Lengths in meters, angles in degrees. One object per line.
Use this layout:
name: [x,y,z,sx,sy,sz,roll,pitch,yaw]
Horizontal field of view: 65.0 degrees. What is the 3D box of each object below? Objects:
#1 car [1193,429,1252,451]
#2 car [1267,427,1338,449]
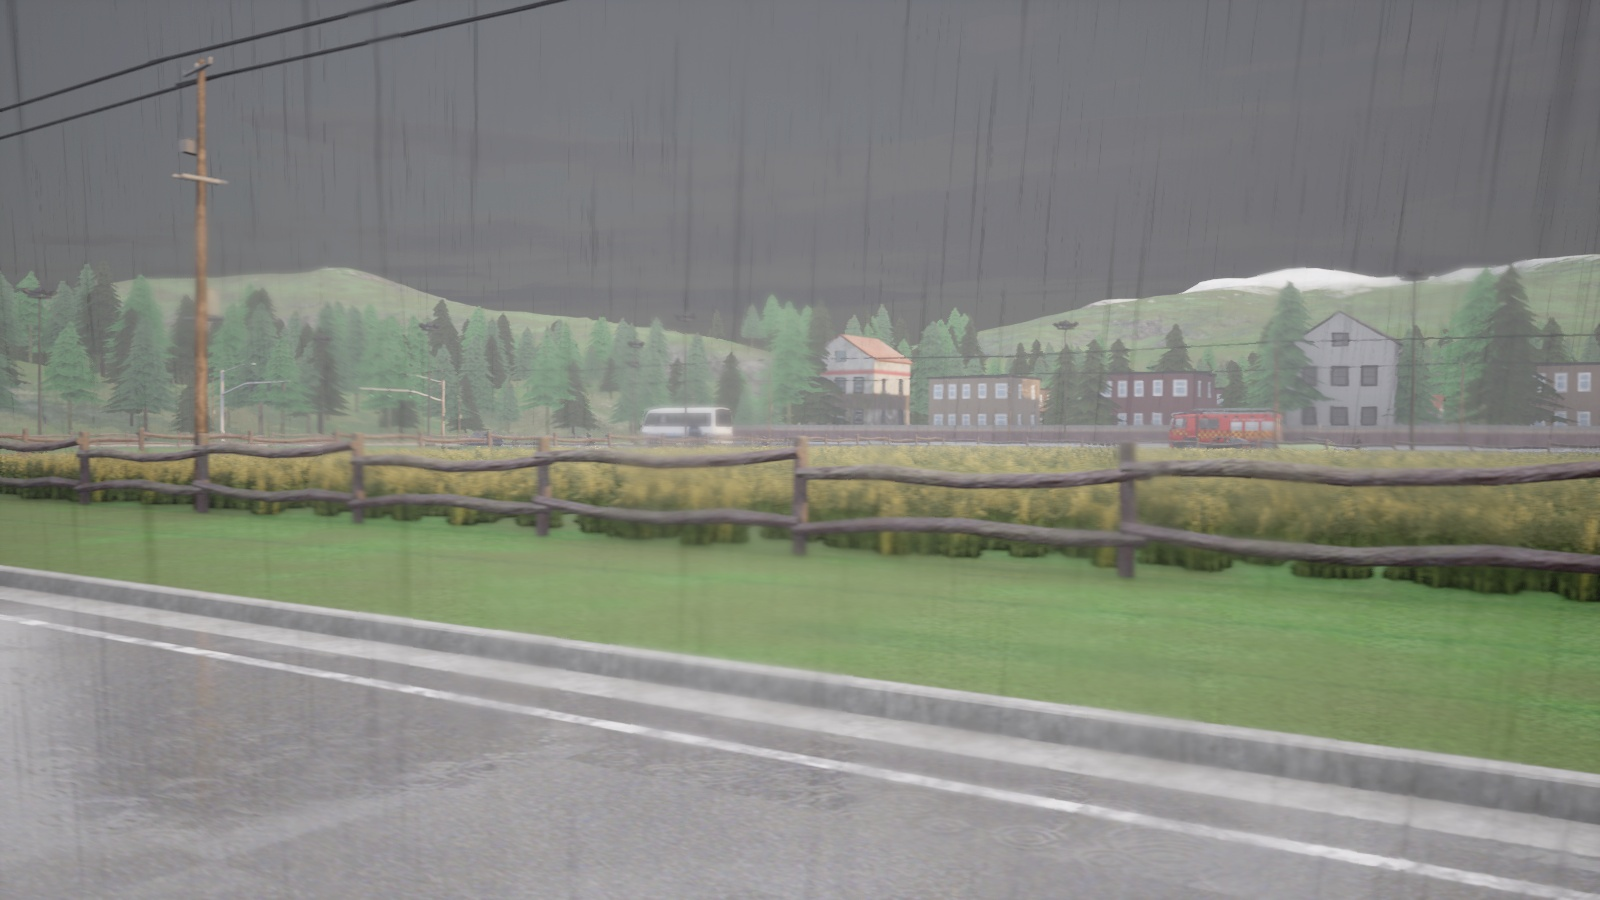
car: [30.597,-0.733,90.865,3.705,1.549,1.789,0,1,34]
car: [36.458,-0.839,91.146,4.514,1.525,2.007,0,1,34]
